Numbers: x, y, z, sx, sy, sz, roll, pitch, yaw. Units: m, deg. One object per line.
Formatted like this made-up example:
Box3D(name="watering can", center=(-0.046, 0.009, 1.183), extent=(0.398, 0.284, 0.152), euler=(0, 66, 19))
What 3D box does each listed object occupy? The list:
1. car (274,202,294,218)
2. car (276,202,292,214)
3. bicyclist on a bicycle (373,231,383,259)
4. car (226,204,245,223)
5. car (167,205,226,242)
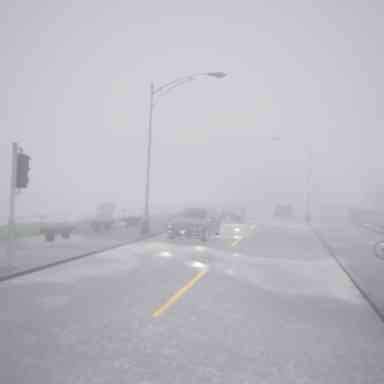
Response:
Box3D(name="car", center=(10.280, 2.064, 37.191), extent=(1.837, 1.490, 4.892), euler=(3, 0, 16))
Box3D(name="car", center=(13.158, 2.206, 47.482), extent=(2.128, 1.511, 4.902), euler=(3, 0, 16))
Box3D(name="bicyclist on a bicycle", center=(7.627, 1.725, 12.287), extent=(1.656, 1.620, 0.582), euler=(2, 0, 16))
Box3D(name="car", center=(3.456, 1.752, 28.293), extent=(1.812, 1.442, 4.674), euler=(3, 0, 16))
Box3D(name="car", center=(0.244, 1.557, 17.026), extent=(1.837, 1.490, 4.892), euler=(3, 0, 16))
